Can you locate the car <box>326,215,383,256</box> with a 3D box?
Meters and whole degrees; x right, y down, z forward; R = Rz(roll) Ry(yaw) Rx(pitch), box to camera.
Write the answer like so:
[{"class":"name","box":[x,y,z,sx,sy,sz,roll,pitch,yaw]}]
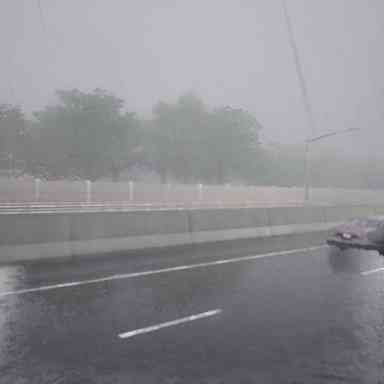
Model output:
[{"class":"car","box":[7.739,1.679,13.682,5.357,1.411,2.033,1,0,-35]}]
